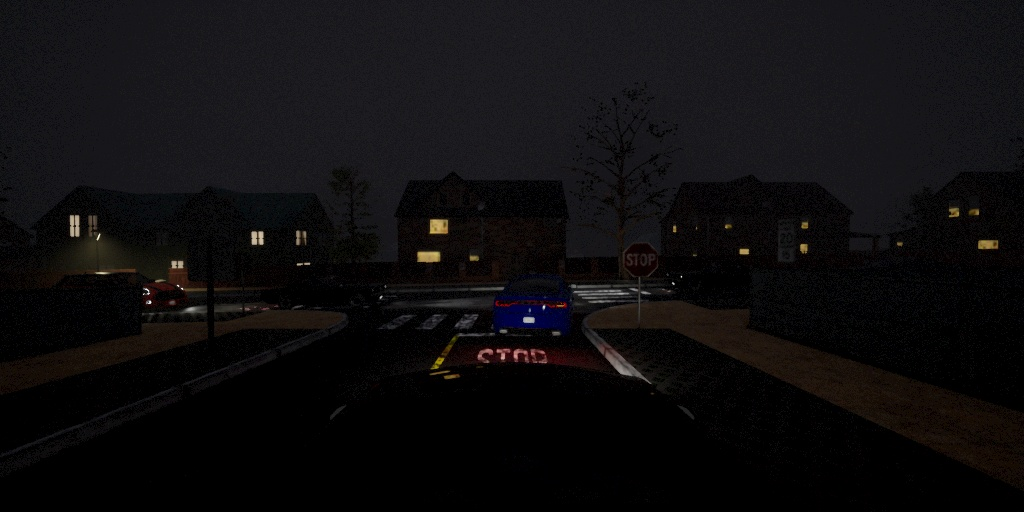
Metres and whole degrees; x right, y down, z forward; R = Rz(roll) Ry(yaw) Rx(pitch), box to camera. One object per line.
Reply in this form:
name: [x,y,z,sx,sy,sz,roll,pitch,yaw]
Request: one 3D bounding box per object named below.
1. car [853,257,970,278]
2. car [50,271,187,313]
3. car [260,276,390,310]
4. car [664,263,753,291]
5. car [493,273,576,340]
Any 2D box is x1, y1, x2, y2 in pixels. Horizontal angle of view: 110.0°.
car: [20.048,0.753,18.334,5.357,1.411,2.033,-1,1,0]
car: [-16.806,1.471,15.346,4.553,1.767,2.097,-1,1,0]
car: [-7.818,1.506,15.358,4.718,1.301,1.895,-1,1,0]
car: [10.402,1.034,18.294,4.718,1.301,1.895,-1,1,-1]
car: [0.782,1.226,10.154,1.882,1.535,5.008,0,0,10]
